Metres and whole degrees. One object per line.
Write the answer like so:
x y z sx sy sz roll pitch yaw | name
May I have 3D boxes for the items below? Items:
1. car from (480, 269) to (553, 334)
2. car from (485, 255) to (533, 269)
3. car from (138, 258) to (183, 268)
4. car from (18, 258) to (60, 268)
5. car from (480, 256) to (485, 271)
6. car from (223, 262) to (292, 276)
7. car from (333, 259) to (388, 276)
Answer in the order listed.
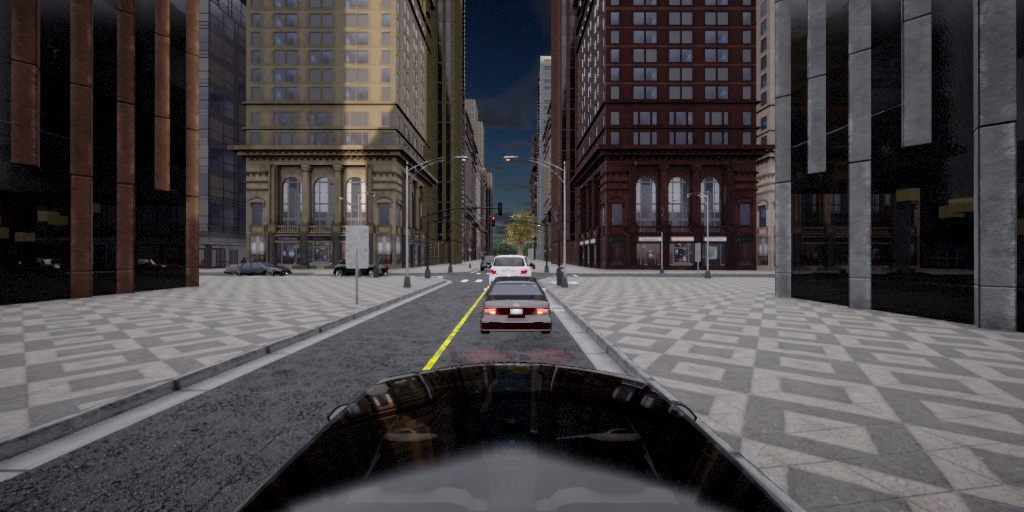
0.089 1.297 10.594 2.033 1.411 5.357 0 0 0 | car
0.013 0.971 20.839 2.150 2.045 5.566 0 0 4 | car
-33.364 1.000 33.322 4.553 1.767 2.097 0 0 0 | car
-43.166 0.979 33.351 4.553 1.767 2.097 0 0 0 | car
-3.139 0.969 49.469 2.150 2.045 5.566 0 0 -1 | car
-23.577 1.220 33.315 5.357 1.411 2.033 0 0 0 | car
-13.996 1.052 33.323 4.553 1.767 2.097 0 0 0 | car
